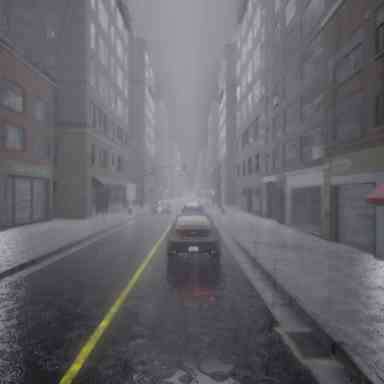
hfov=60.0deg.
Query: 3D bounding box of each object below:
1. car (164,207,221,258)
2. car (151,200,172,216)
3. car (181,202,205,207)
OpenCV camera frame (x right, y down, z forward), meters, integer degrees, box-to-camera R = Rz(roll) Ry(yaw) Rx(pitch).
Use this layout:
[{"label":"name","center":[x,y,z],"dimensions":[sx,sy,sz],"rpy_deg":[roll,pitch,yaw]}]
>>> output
[{"label":"car","center":[0.067,1.542,12.864],"dimensions":[1.837,1.490,4.892],"rpy_deg":[0,0,0]},{"label":"car","center":[-3.072,1.602,34.223],"dimensions":[2.128,1.511,4.902],"rpy_deg":[0,0,0]},{"label":"car","center":[0.072,1.566,28.785],"dimensions":[1.882,1.535,5.008],"rpy_deg":[0,0,0]}]
